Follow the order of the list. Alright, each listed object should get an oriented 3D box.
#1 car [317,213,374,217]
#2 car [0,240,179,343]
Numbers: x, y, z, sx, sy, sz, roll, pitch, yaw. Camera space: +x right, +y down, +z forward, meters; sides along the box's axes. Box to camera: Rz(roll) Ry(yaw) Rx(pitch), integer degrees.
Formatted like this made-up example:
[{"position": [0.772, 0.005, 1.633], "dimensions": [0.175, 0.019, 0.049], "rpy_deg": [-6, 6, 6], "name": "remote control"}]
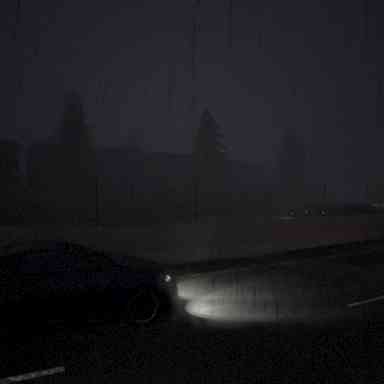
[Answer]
[{"position": [10.484, 1.496, 21.703], "dimensions": [4.892, 1.490, 1.837], "rpy_deg": [0, 0, -37], "name": "car"}, {"position": [-2.346, 1.561, 5.800], "dimensions": [4.181, 1.385, 1.994], "rpy_deg": [0, 0, -25], "name": "car"}]
